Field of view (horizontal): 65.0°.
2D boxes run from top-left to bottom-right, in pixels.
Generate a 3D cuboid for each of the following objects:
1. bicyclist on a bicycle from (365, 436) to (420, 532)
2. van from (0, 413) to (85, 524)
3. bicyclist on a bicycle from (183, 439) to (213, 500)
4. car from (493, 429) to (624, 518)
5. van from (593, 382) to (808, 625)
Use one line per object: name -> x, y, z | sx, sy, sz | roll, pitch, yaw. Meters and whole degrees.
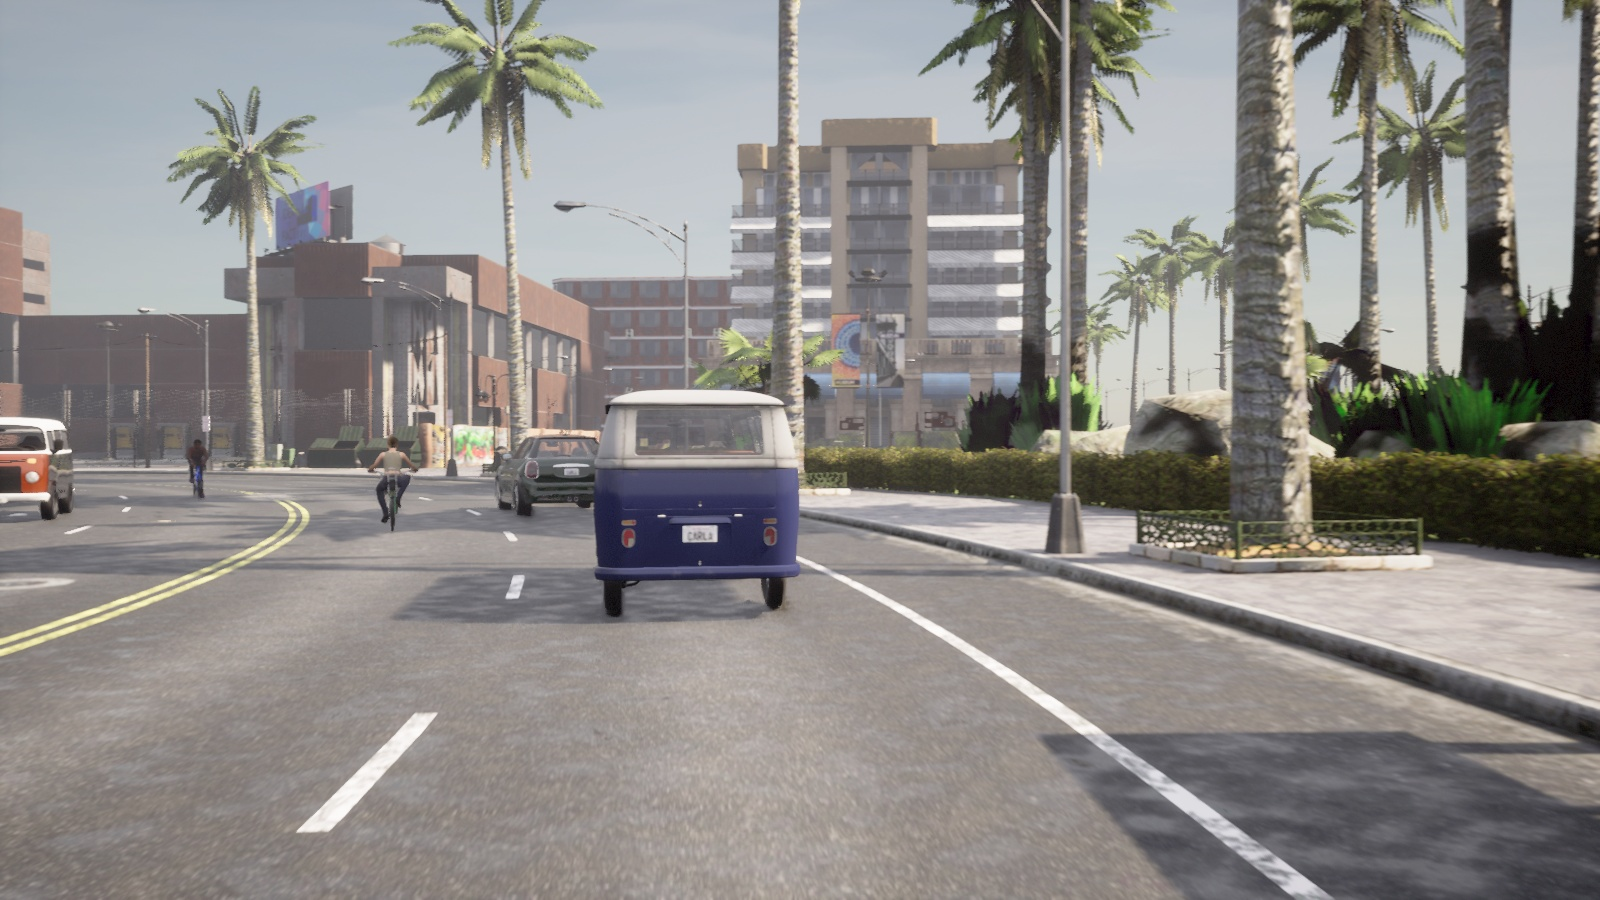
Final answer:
bicyclist on a bicycle -> -7.071, 0.559, 21.835 | 0.866, 1.612, 1.509 | 0, 0, -17
van -> -15.766, 0.326, 25.142 | 2.069, 2.038, 4.480 | 0, 0, -24
bicyclist on a bicycle -> -16.243, 0.507, 33.874 | 0.582, 1.620, 1.656 | 0, 1, -31
car -> -5.371, 0.449, 27.468 | 2.097, 1.767, 4.553 | 0, 0, -20
van -> -1.157, 0.428, 12.591 | 1.775, 1.987, 4.442 | 0, 0, -9
